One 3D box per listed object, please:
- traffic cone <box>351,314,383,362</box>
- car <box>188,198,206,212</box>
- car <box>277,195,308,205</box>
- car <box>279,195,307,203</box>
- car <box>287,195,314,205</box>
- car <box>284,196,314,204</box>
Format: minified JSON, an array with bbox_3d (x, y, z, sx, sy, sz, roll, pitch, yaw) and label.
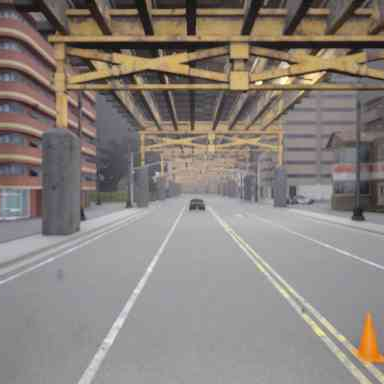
[{"bbox_3d":[2.447,1.983,4.603,0.340,0.580,0.340,0,0,0],"label":"traffic cone"},{"bbox_3d":[0.582,1.486,39.591,1.882,1.535,5.008,0,0,0],"label":"car"},{"bbox_3d":[17.751,1.365,58.502,4.974,1.542,2.038,0,0,25],"label":"car"},{"bbox_3d":[17.798,1.208,58.479,4.536,1.218,1.853,0,0,25],"label":"car"},{"bbox_3d":[17.407,1.384,54.344,4.974,1.542,2.038,0,0,-20],"label":"car"},{"bbox_3d":[17.456,1.226,54.361,4.536,1.218,1.853,0,0,-20],"label":"car"}]
